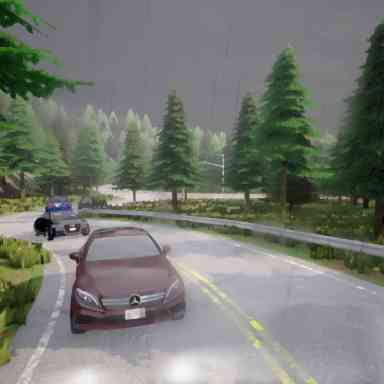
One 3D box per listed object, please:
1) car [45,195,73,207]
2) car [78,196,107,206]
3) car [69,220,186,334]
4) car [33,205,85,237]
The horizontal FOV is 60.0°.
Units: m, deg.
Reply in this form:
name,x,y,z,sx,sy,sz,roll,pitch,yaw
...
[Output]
name,x,y,z,sx,sy,sz,roll,pitch,yaw
car,-12.845,1.325,32.225,2.150,2.045,5.566,-1,0,-18
car,-12.696,1.288,42.813,2.097,1.767,4.553,2,2,13
car,-1.518,1.523,7.069,1.812,1.442,4.674,-2,0,-17
car,-7.046,1.664,17.777,1.994,1.385,4.181,-4,2,-38
